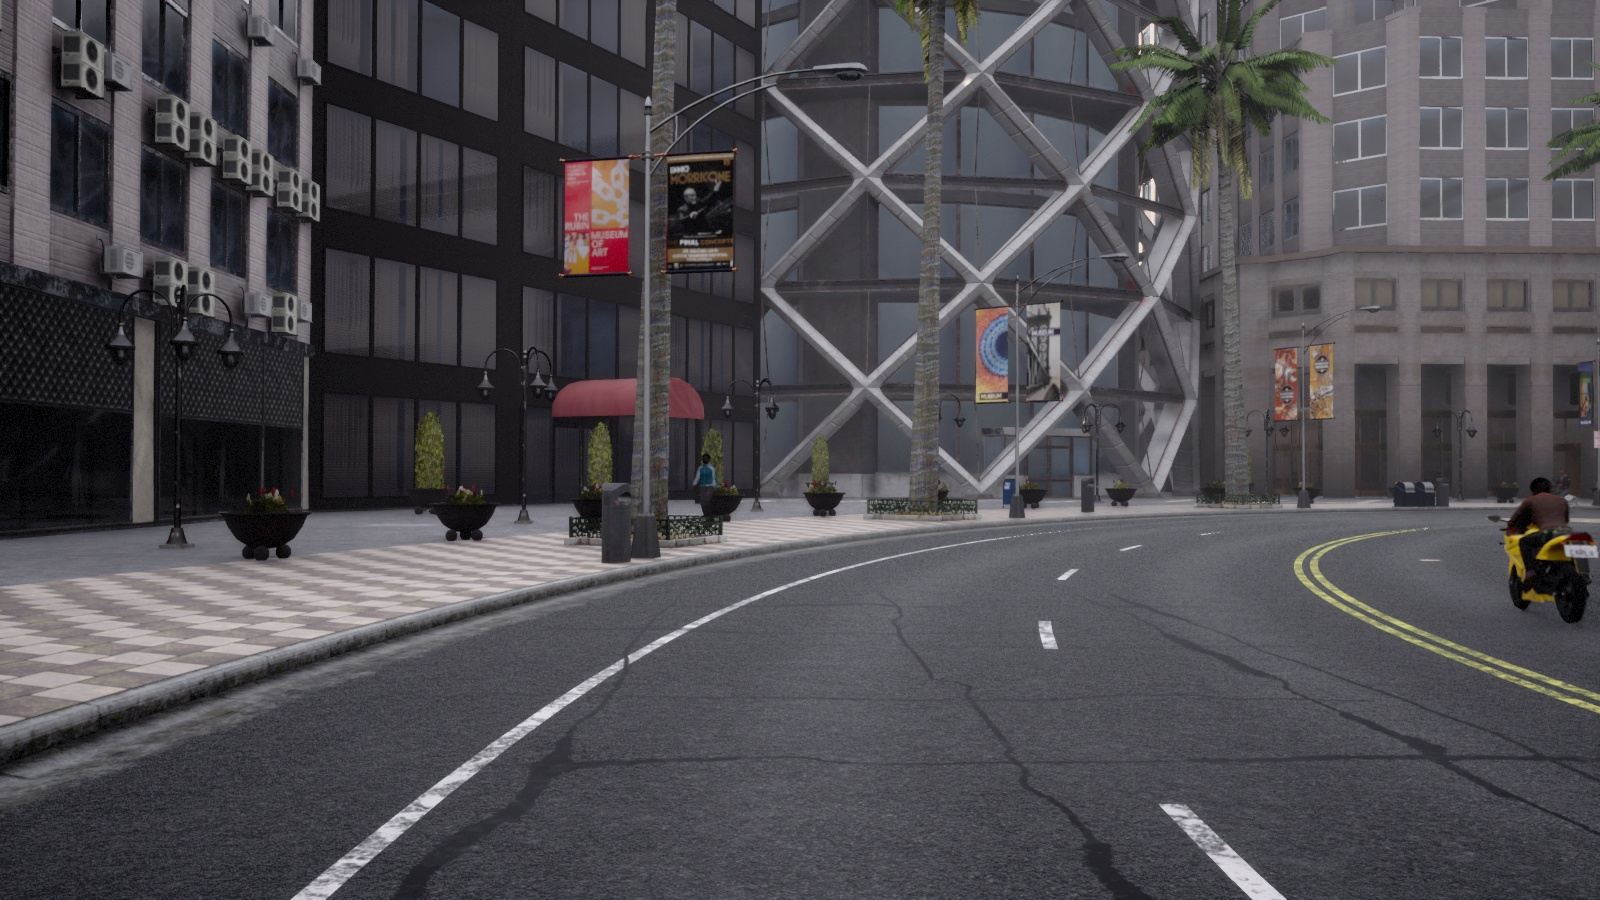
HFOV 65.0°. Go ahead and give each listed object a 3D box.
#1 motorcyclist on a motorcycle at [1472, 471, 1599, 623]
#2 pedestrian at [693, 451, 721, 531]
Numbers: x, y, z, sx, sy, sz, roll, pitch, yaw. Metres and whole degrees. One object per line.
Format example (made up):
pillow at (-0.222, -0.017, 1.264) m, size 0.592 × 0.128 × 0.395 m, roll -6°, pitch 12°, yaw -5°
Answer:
motorcyclist on a motorcycle at (8.077, 0.993, 13.661) m, size 0.797 × 1.523 × 2.044 m, roll 0°, pitch -1°, yaw 12°
pedestrian at (-2.263, 0.994, 30.642) m, size 0.396 × 1.930 × 0.692 m, roll -1°, pitch -1°, yaw 24°
